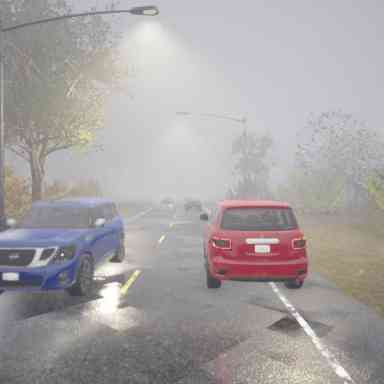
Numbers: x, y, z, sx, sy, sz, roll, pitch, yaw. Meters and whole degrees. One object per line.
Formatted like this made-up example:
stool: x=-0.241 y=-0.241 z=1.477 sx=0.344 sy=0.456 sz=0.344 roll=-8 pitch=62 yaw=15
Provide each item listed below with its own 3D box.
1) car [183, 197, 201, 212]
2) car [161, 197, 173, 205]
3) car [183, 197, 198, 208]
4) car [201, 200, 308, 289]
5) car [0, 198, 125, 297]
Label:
car: x=0.152 y=1.440 z=38.554 sx=1.837 sy=1.490 sz=4.892 roll=0 pitch=0 yaw=-2
car: x=-4.153 y=1.453 z=55.609 sx=1.994 sy=1.385 sz=4.181 roll=0 pitch=0 yaw=-3
car: x=-0.239 y=1.456 z=48.908 sx=2.033 sy=1.411 sz=5.357 roll=0 pitch=0 yaw=-2
car: x=1.449 y=1.217 z=9.288 sx=2.150 sy=2.045 sz=5.566 roll=0 pitch=0 yaw=1
car: x=-3.319 y=1.215 z=8.955 sx=2.150 sy=2.045 sz=5.566 roll=0 pitch=0 yaw=1
